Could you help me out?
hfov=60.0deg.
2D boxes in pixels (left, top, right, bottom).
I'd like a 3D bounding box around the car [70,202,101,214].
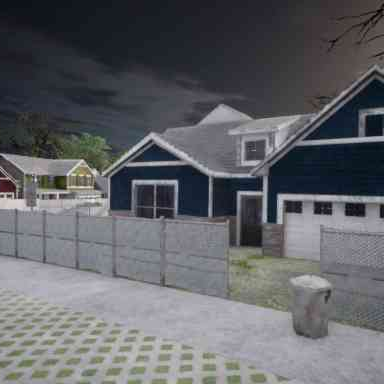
[{"bbox_3d":[-11.800,1.808,37.043,1.994,1.385,4.181,1,0,17],"label":"car"}]
